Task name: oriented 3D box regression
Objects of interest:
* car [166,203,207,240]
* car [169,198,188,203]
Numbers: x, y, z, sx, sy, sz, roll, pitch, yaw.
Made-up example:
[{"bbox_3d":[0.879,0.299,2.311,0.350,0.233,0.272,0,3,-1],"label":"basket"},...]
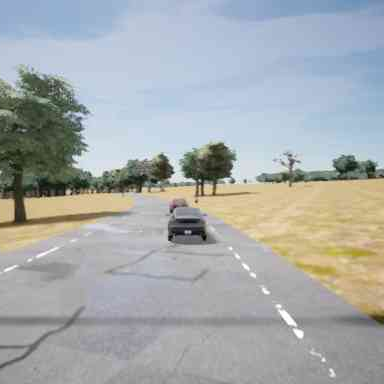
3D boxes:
[{"bbox_3d":[-0.272,1.537,17.123,1.837,1.490,4.892,0,0,-2],"label":"car"},{"bbox_3d":[-1.489,1.491,37.806,2.097,1.767,4.553,0,0,-4],"label":"car"}]
